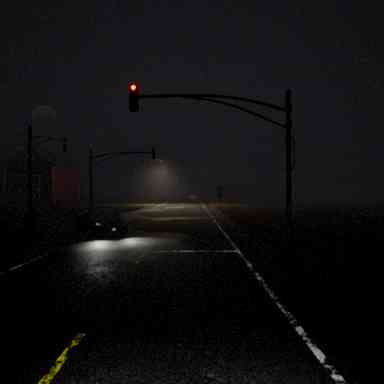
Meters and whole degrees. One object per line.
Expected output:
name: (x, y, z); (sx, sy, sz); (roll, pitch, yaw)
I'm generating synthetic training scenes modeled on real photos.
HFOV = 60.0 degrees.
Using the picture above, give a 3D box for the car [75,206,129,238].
car: (-5.006, 1.520, 17.963); (1.812, 1.442, 4.674); (1, 0, -33)

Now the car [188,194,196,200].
car: (0.067, 1.242, 86.583); (2.097, 1.767, 4.553); (0, 0, 0)
